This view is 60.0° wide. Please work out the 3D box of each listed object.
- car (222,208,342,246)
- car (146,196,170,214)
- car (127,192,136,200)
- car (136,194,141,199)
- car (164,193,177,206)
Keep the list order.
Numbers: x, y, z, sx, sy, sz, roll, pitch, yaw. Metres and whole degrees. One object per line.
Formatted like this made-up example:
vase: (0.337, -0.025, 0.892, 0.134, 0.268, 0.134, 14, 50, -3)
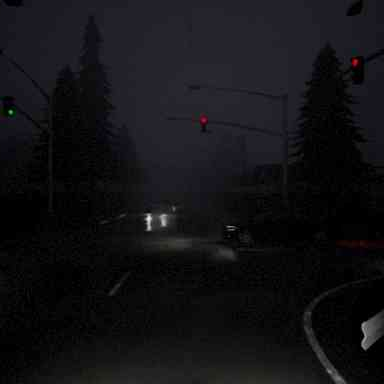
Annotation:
car: (3.830, 1.453, 14.491, 5.008, 1.535, 1.882, 0, 0, 1)
car: (-3.626, 1.488, 35.083, 1.812, 1.442, 4.674, 0, 0, 0)
car: (-16.885, 0.988, 84.531, 3.866, 1.878, 1.905, 0, 0, -1)
car: (-16.298, 1.268, 87.860, 3.806, 1.475, 1.970, 0, 0, -1)
car: (-3.569, 1.233, 53.879, 2.150, 2.045, 5.566, 0, 0, 0)
